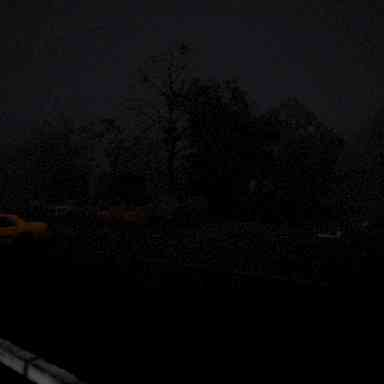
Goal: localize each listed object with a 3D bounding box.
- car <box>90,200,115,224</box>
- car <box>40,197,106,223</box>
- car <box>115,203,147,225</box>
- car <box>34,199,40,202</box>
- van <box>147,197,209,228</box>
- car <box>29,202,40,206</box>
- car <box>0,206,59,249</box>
[{"bbox_3d":[-4.968,1.646,26.088,1.946,1.575,5.366,-1,-1,35],"label":"car"},{"bbox_3d":[-9.775,1.525,29.199,2.435,2.045,5.566,-2,-1,35],"label":"car"},{"bbox_3d":[-2.790,1.597,24.559,1.946,1.575,5.366,-1,-1,35],"label":"car"},{"bbox_3d":[-14.259,1.679,32.315,2.435,2.045,5.566,-2,-1,35],"label":"car"},{"bbox_3d":[-0.680,1.330,22.709,1.878,1.987,4.442,-1,-1,35],"label":"van"},{"bbox_3d":[-12.049,1.854,30.807,2.231,1.521,4.892,-2,-1,35],"label":"car"},{"bbox_3d":[-8.293,1.570,12.981,1.946,1.575,5.366,-1,-1,35],"label":"car"}]
